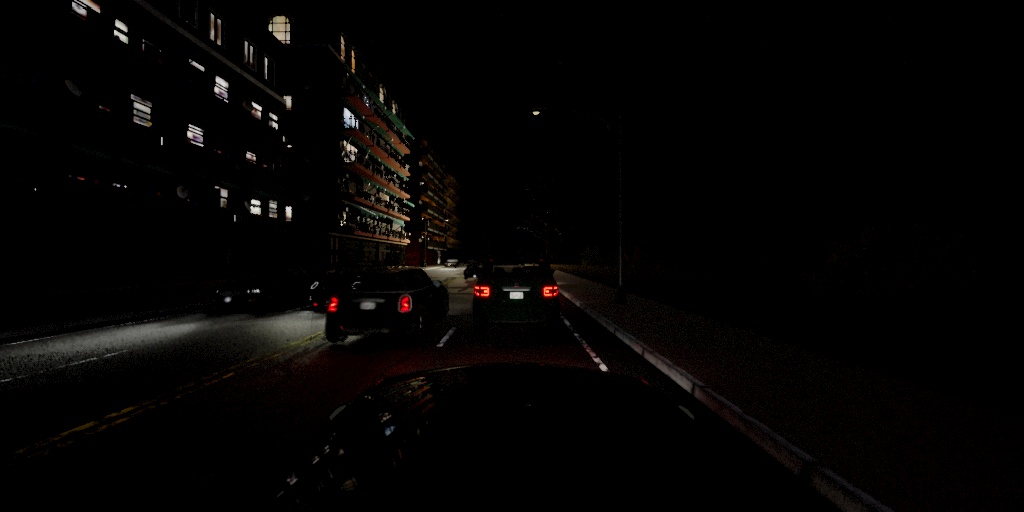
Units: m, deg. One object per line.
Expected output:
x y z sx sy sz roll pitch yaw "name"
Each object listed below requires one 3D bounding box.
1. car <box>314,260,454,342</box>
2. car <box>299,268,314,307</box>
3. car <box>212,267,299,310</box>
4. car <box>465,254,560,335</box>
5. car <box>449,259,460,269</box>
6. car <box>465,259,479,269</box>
-3.132 1.104 9.936 2.097 1.767 4.553 0 0 0 "car"
-6.567 1.104 15.232 2.097 1.767 4.553 0 0 0 "car"
-9.818 1.243 14.846 2.128 1.511 4.902 0 0 0 "car"
0.116 0.973 10.693 2.150 2.045 5.566 0 0 0 "car"
-9.692 1.241 58.194 2.128 1.511 4.902 0 0 0 "car"
-6.443 1.276 58.084 1.812 1.442 4.674 0 0 0 "car"
